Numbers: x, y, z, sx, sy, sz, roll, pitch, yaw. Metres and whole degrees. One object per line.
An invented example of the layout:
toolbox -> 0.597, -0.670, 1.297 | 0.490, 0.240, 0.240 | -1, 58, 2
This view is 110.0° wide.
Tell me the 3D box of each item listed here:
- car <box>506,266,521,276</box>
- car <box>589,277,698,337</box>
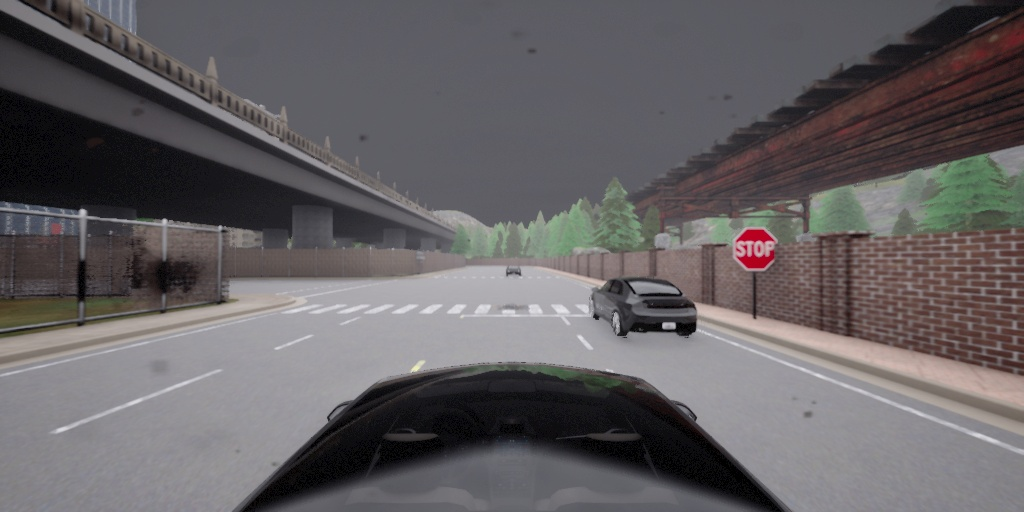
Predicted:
car -> 0.169, 1.834, 44.405 | 1.895, 1.301, 4.718 | 0, -1, -1
car -> 3.606, 1.358, 10.640 | 1.837, 1.490, 4.892 | 0, 0, 0
